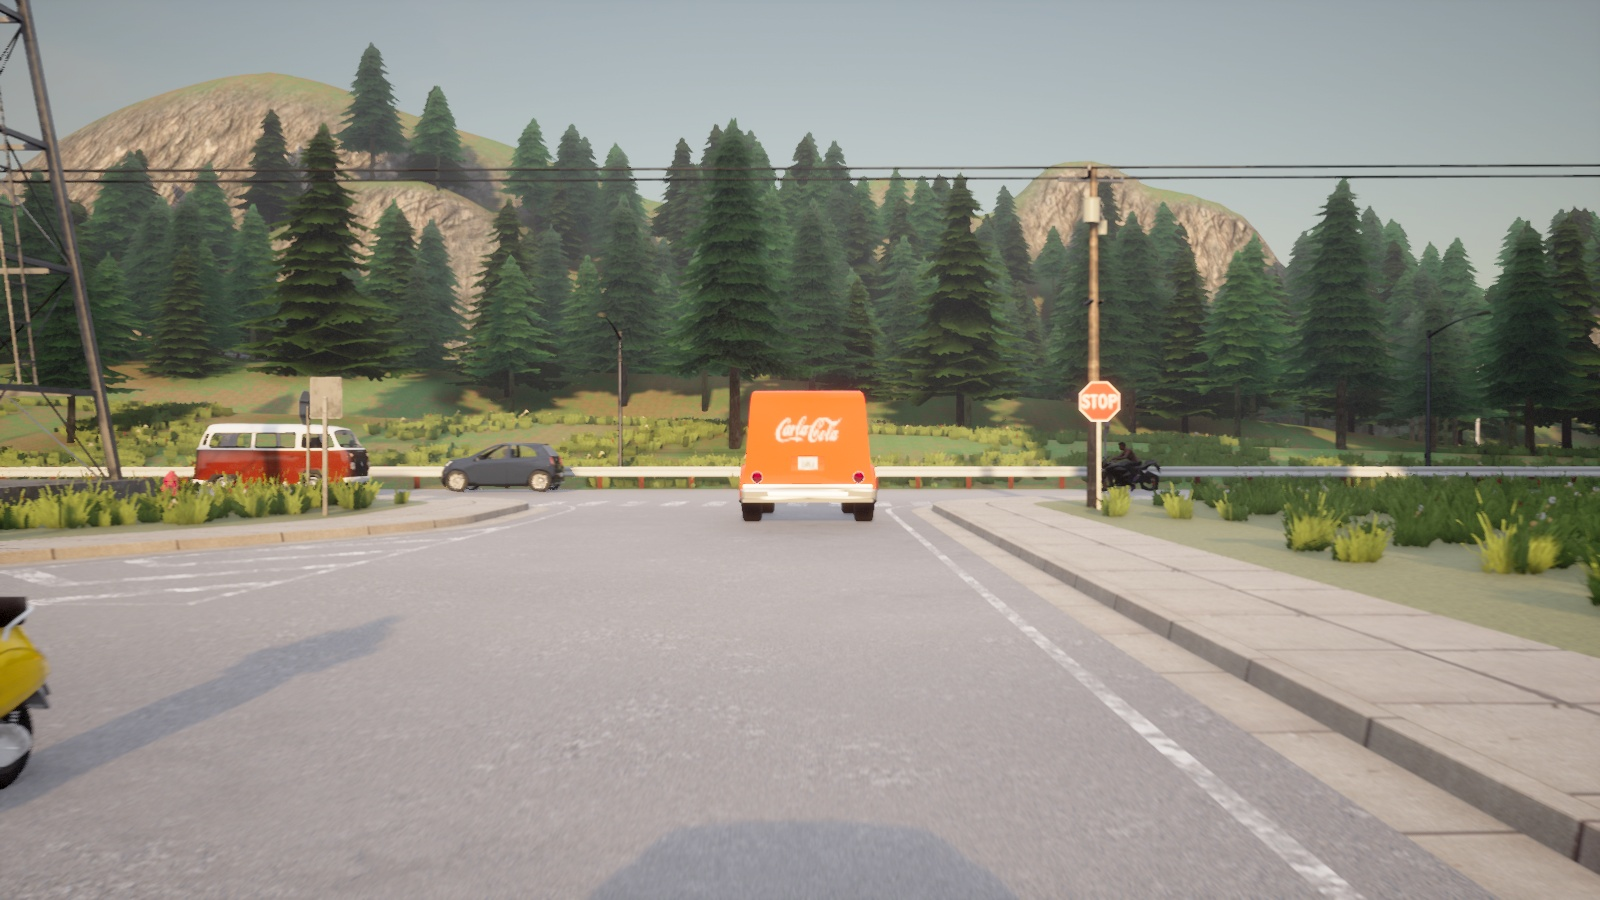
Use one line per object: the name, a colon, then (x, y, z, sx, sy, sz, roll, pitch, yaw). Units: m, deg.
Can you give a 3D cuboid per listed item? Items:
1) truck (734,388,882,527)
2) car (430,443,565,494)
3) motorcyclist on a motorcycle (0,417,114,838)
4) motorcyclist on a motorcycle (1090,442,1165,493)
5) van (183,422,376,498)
truck: (0.158, 0.120, 24.986, 2.627, 2.467, 5.204, 0, 0, 0)
car: (-9.131, 0.538, 38.150, 3.633, 1.501, 1.845, 0, 0, 1)
motorcyclist on a motorcycle: (-3.459, 0.671, 4.620, 0.866, 1.590, 1.817, 0, 0, 0)
motorcyclist on a motorcycle: (9.819, 0.524, 37.707, 2.044, 1.523, 0.797, 0, 0, 1)
van: (-14.323, 0.262, 34.768, 4.480, 2.038, 2.069, 0, 0, 1)
